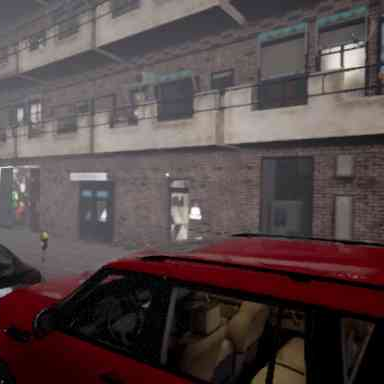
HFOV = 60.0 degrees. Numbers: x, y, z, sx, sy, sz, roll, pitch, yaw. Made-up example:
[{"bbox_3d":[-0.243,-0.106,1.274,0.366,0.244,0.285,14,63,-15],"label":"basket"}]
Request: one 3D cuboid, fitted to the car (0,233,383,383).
[{"bbox_3d":[0.172,1.303,2.690,5.009,1.841,2.192,1,1,35],"label":"car"}]
